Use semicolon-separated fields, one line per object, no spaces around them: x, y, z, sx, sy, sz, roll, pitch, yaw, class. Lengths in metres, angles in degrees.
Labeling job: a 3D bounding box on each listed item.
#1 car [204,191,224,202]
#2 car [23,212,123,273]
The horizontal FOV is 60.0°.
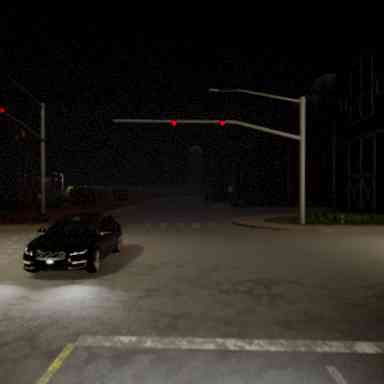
4.174;0.801;61.435;1.905;1.878;3.866;-8;4;-42;car
-3.496;1.452;10.608;1.837;1.490;4.892;0;0;0;car
